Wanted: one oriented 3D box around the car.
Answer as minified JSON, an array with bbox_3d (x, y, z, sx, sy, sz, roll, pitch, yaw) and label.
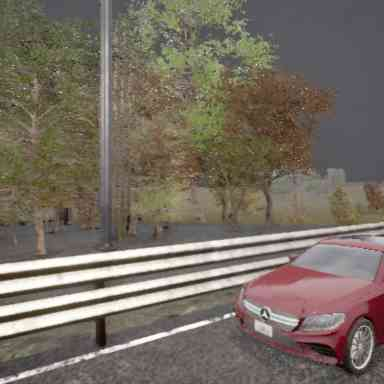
[{"bbox_3d":[2.828,1.524,5.704,4.674,1.442,1.812,0,0,-36],"label":"car"}]
